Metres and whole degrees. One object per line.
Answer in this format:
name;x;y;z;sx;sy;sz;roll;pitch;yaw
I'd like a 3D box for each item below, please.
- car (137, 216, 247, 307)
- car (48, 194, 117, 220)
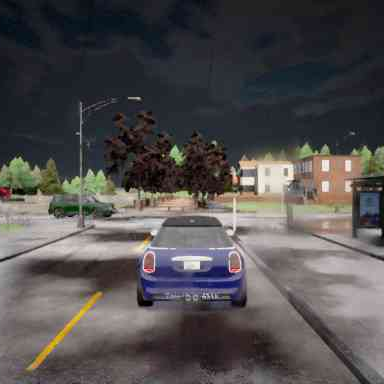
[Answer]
car;0.008;1.352;8.161;2.097;1.767;4.553;0;0;0
car;-9.177;1.222;27.931;5.566;2.045;2.150;0;0;8
